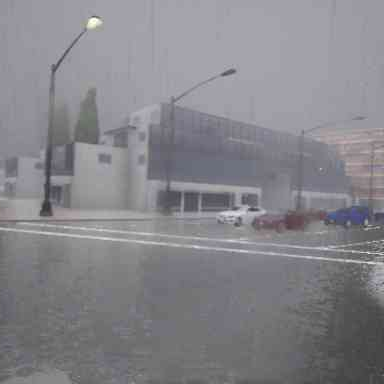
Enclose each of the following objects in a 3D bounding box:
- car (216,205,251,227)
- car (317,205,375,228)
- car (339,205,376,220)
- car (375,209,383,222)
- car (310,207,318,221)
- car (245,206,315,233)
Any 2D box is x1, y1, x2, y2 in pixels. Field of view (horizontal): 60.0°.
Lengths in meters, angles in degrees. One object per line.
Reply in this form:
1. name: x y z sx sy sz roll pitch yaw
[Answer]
1. car: 3.865 1.716 24.777 4.674 1.442 1.812 3 0 -41
2. car: 12.813 2.050 27.464 5.008 1.535 1.882 2 1 -39
3. car: 18.013 2.195 36.140 4.674 1.442 1.812 1 1 -39
4. car: 20.076 2.369 33.313 4.718 1.301 1.895 1 1 -39
5. car: 10.952 2.080 30.468 4.718 1.301 1.895 2 1 -39
6. car: 5.855 1.845 21.873 4.181 1.385 1.994 3 0 -39
